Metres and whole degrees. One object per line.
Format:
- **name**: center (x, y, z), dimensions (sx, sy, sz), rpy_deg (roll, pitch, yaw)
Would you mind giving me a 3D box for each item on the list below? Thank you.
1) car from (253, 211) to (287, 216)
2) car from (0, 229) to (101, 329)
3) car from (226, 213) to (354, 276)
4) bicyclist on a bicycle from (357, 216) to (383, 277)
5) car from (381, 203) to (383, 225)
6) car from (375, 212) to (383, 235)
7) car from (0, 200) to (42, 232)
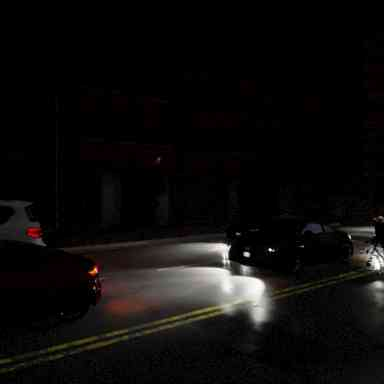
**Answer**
- **car**: center (3.534, 1.564, 14.925), dimensions (4.181, 1.385, 1.994), rpy_deg (0, 0, -35)
- **car**: center (-3.729, 1.564, 5.641), dimensions (4.181, 1.385, 1.994), rpy_deg (0, 0, -37)
- **car**: center (3.171, 1.564, 10.419), dimensions (4.181, 1.385, 1.994), rpy_deg (0, 0, -34)
- **bicyclist on a bicycle**: center (5.017, 1.455, 8.562), dimensions (0.582, 1.620, 1.656), rpy_deg (0, -2, -35)
- **car**: center (15.408, 1.492, 23.046), dimensions (4.902, 1.511, 2.128), rpy_deg (0, 0, -34)
- **car**: center (11.006, 1.221, 15.823), dimensions (5.566, 2.045, 2.150), rpy_deg (0, 0, -34)
- **car**: center (-6.559, 1.222, 7.957), dimensions (5.566, 2.045, 2.150), rpy_deg (0, 0, -35)
